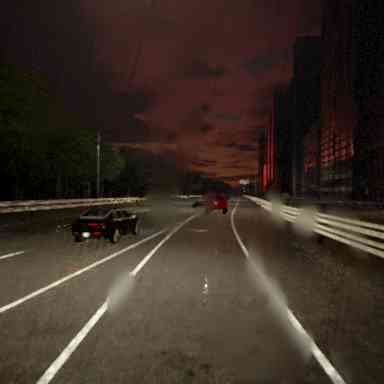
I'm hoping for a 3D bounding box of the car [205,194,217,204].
[{"bbox_3d":[4.042,1.377,69.447,2.150,2.045,5.566,1,0,8],"label":"car"}]

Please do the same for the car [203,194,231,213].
[{"bbox_3d":[2.973,1.310,38.388,2.150,2.045,5.566,0,0,9],"label":"car"}]

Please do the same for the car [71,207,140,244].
[{"bbox_3d":[-3.924,1.486,15.806,1.837,1.490,4.892,0,0,8],"label":"car"}]

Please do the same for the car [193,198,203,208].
[{"bbox_3d":[1.337,1.640,51.079,2.033,1.411,5.357,1,0,8],"label":"car"}]
